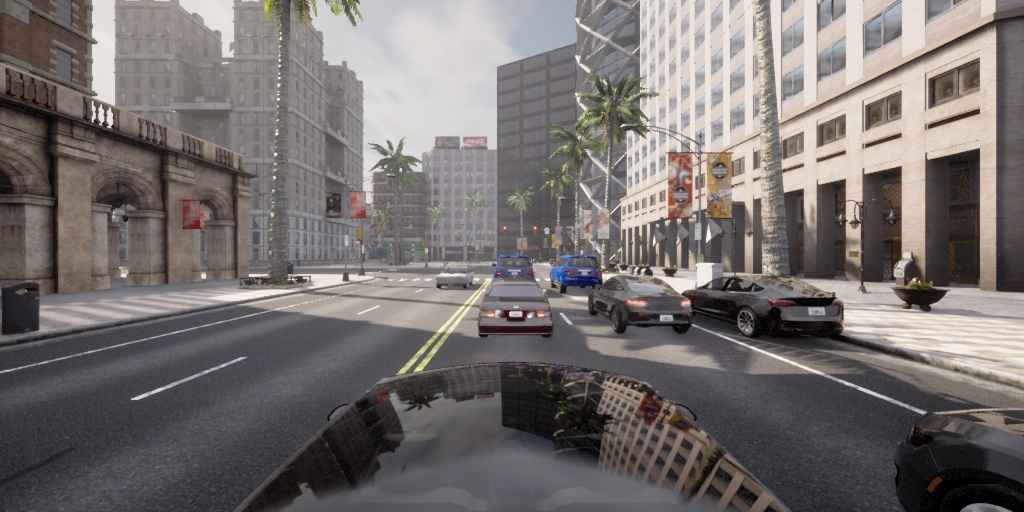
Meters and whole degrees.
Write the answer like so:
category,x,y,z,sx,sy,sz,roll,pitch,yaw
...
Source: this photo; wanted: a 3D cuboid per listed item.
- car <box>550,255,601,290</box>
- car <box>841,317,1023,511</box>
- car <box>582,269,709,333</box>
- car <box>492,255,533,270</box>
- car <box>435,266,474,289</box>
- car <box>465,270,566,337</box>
category,x,y,z,sx,sy,sz,roll,pitch,yaw
car,3.547,0.971,20.589,2.150,2.045,5.566,0,0,-2
car,3.600,1.255,0.450,1.837,1.490,4.892,0,0,0
car,3.564,1.276,10.625,1.812,1.442,4.674,0,0,-1
car,0.048,0.971,20.455,2.150,2.045,5.566,0,0,-2
car,-3.589,1.350,23.038,1.895,1.301,4.718,0,0,0
car,0.070,1.297,10.235,2.033,1.411,5.357,0,0,0
